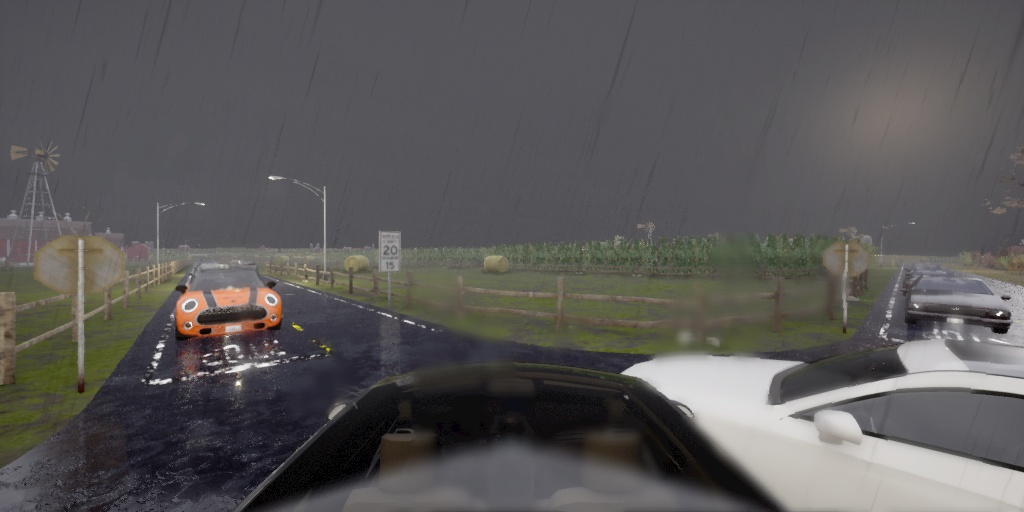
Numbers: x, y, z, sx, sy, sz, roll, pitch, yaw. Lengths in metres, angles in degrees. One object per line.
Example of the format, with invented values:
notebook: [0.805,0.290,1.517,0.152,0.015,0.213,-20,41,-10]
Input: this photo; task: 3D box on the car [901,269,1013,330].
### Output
car: [13.635,1.334,11.180,5.357,1.411,2.033,0,1,-42]

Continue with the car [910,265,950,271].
car: [21.039,1.363,17.892,4.181,1.385,1.994,0,1,-43]

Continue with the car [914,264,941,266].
car: [28.675,1.307,24.803,4.902,1.511,2.128,0,1,-42]

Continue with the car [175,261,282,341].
car: [-8.098,1.137,10.235,2.097,1.767,4.553,0,0,-41]

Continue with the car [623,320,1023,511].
car: [2.859,1.293,2.226,1.812,1.442,4.674,0,1,-43]

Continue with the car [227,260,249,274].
car: [-33.237,1.273,43.379,1.837,1.490,4.892,0,0,-41]
